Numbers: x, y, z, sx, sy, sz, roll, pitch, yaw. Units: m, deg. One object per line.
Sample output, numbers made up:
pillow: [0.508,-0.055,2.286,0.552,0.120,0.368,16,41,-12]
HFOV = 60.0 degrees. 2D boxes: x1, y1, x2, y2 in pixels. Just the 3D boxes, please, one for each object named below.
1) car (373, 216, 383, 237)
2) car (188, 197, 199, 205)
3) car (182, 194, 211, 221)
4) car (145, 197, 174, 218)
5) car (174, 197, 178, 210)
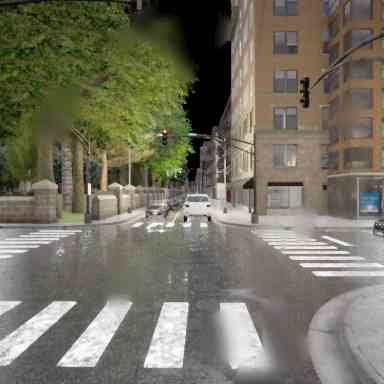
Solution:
car: [10.999,1.365,15.485,4.553,1.767,2.097,0,0,0]
car: [0.220,1.522,60.004,1.895,1.301,4.718,0,0,0]
car: [0.363,1.205,27.590,2.150,2.045,5.566,0,0,-2]
car: [-3.026,1.472,29.714,2.128,1.511,4.902,0,0,0]
car: [-3.019,1.562,39.797,1.895,1.301,4.718,0,0,0]
